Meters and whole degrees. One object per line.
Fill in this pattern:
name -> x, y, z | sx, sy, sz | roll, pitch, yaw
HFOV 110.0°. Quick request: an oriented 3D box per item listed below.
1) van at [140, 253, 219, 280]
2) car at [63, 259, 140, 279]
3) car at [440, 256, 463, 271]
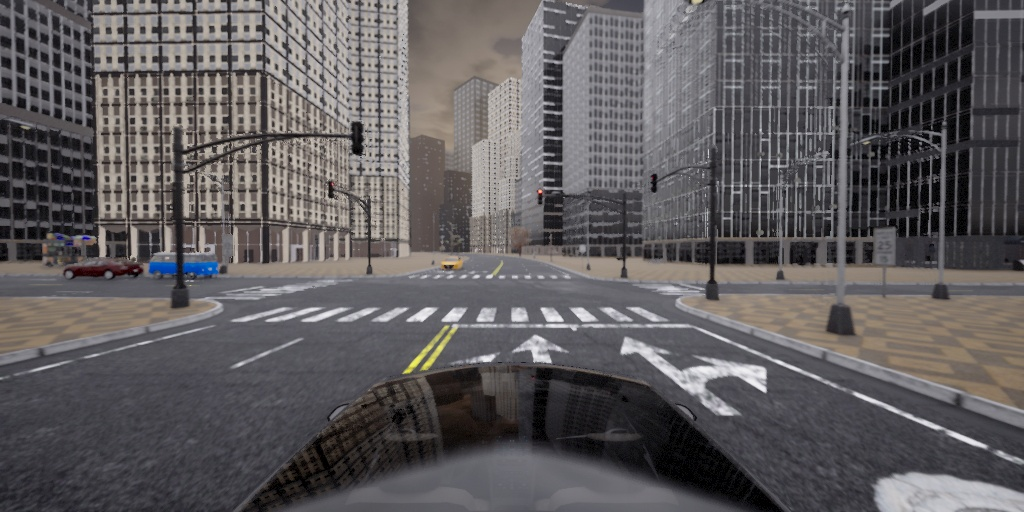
van -> -22.653, 0.680, 24.754 | 3.998, 1.789, 1.690 | 0, 0, 1
car -> -28.192, 0.858, 24.800 | 4.507, 1.381, 1.888 | 0, 0, 1
car -> -6.495, 0.803, 39.074 | 1.882, 1.535, 5.008 | 0, 2, 0
